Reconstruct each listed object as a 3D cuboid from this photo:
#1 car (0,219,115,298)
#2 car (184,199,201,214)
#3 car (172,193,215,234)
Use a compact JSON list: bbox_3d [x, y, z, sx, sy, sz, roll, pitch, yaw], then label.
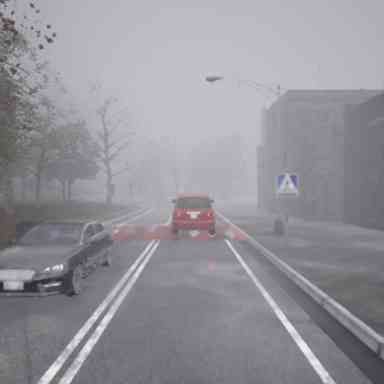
[{"bbox_3d":[-3.358,1.499,8.711,2.128,1.511,4.902,0,0,0],"label":"car"},{"bbox_3d":[0.019,1.551,36.845,1.812,1.442,4.674,0,0,0],"label":"car"},{"bbox_3d":[0.076,1.051,18.317,2.150,2.045,5.566,0,4,0],"label":"car"}]
